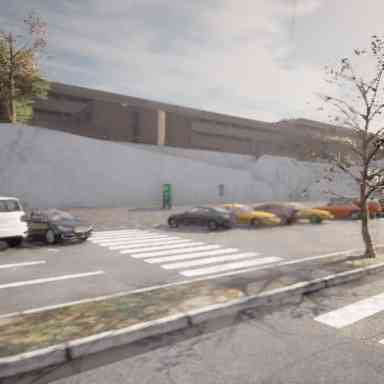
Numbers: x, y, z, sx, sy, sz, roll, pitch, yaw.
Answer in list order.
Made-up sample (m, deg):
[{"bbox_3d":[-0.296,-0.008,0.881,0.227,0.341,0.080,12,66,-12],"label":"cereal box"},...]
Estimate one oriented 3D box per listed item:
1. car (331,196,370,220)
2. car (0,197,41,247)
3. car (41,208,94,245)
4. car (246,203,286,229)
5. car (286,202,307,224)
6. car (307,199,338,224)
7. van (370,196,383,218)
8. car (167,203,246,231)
[{"bbox_3d":[12.791,1.463,29.395,4.553,1.767,2.185,-1,-1,34],"label":"car"},{"bbox_3d":[-9.122,1.237,13.851,5.566,2.045,2.435,-1,-1,35],"label":"car"},{"bbox_3d":[-6.667,1.494,15.577,4.892,1.521,2.231,-1,-1,34],"label":"car"},{"bbox_3d":[3.204,1.524,22.385,5.366,1.575,1.946,-1,-1,35],"label":"car"},{"bbox_3d":[5.453,1.576,24.233,4.792,1.488,2.163,-1,-1,35],"label":"car"},{"bbox_3d":[8.063,1.557,25.847,5.366,1.575,1.946,-1,-1,35],"label":"car"},{"bbox_3d":[15.302,1.372,31.089,4.442,1.987,1.878,-1,-1,35],"label":"van"},{"bbox_3d":[0.623,1.557,20.754,4.674,1.452,2.002,-1,-1,35],"label":"car"}]
